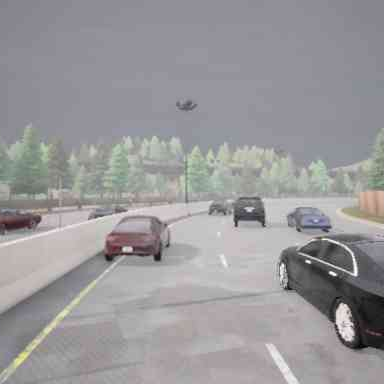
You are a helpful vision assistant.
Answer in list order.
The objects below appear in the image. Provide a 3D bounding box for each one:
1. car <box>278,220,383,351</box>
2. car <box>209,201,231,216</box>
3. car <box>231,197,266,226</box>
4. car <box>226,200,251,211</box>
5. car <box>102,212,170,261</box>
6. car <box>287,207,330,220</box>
[{"bbox_3d":[3.092,1.546,6.302,1.837,1.490,4.892,0,0,-2],"label":"car"},{"bbox_3d":[3.126,1.690,35.814,1.837,1.490,4.892,0,0,17],"label":"car"},{"bbox_3d":[4.270,1.355,24.699,2.150,2.045,5.566,0,0,9],"label":"car"},{"bbox_3d":[6.487,1.790,45.721,2.033,1.411,5.357,0,0,24],"label":"car"},{"bbox_3d":[-1.883,1.581,12.353,1.812,1.442,4.674,0,0,2],"label":"car"},{"bbox_3d":[7.204,1.671,20.873,2.033,1.411,5.357,0,0,8],"label":"car"}]
